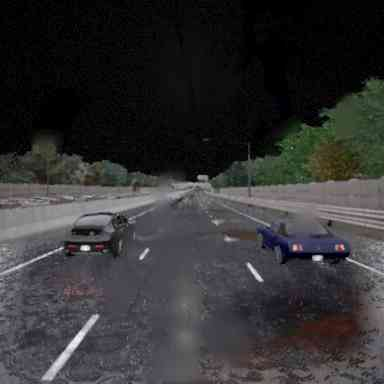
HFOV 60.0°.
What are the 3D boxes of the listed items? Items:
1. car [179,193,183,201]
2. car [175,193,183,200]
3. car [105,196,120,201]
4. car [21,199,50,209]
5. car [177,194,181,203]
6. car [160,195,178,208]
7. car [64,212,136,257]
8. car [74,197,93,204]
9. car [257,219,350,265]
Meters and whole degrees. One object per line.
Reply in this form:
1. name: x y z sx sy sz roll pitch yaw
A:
1. car: -3.467 1.490 69.644 2.163 1.488 4.792 0 0 0
2. car: -3.458 1.264 91.585 2.097 1.767 4.553 0 0 0
3. car: -13.995 1.497 58.655 1.882 1.535 5.008 0 0 1
4. car: -21.036 1.640 44.890 1.895 1.301 4.718 0 0 1
5. car: -3.472 1.544 58.613 1.812 1.442 4.674 0 0 0
6. car: -3.477 1.541 47.613 1.837 1.490 4.892 0 0 0
7. car: -3.392 1.526 13.009 1.837 1.490 4.892 0 0 0
8. car: -17.512 1.528 54.057 1.837 1.490 4.892 0 0 1
9. car: 3.607 1.619 11.768 1.895 1.301 4.718 0 0 0
